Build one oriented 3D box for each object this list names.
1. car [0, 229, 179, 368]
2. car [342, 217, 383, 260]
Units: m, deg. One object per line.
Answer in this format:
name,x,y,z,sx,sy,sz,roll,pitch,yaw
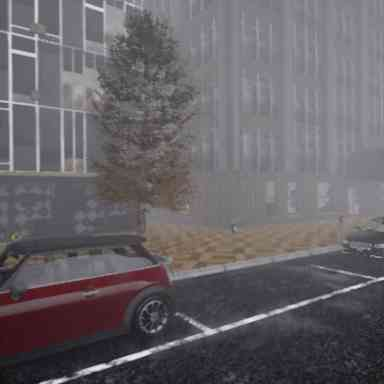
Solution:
car,-2.306,1.439,4.925,4.097,1.590,1.967,0,0,-35
car,6.950,1.539,11.522,4.403,1.369,2.008,0,0,-35
